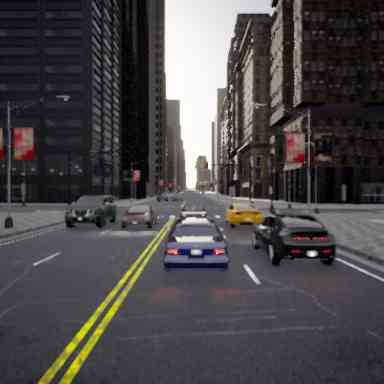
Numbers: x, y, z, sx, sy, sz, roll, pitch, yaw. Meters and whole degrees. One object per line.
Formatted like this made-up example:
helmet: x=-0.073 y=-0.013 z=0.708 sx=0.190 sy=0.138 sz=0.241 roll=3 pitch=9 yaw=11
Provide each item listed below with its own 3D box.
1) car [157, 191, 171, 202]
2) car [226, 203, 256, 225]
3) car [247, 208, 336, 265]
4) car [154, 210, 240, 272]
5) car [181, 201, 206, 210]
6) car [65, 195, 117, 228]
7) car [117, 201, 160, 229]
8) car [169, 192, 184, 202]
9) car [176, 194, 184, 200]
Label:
car: x=-6.472 y=1.136 z=73.133 sx=2.150 sy=2.045 sz=5.566 roll=0 pitch=0 yaw=0
car: x=3.359 y=1.475 z=22.326 sx=1.882 sy=1.535 sz=5.008 roll=0 pitch=0 yaw=0
car: x=3.354 y=1.503 z=11.713 sx=1.837 sy=1.490 sz=4.892 roll=0 pitch=-1 yaw=0
car: x=0.104 y=1.547 z=10.795 sx=2.033 sy=1.411 sz=5.357 roll=0 pitch=0 yaw=0
car: x=0.109 y=1.597 z=24.004 sx=1.895 sy=1.301 sz=4.718 roll=0 pitch=0 yaw=0
car: x=-6.546 y=1.220 z=22.269 sx=2.150 sy=2.045 sz=5.566 roll=0 pitch=0 yaw=1
car: x=-3.302 y=1.522 z=21.606 sx=1.812 sy=1.442 sz=4.674 roll=0 pitch=0 yaw=0
car: x=-3.222 y=1.266 z=73.193 sx=2.097 sy=1.767 sz=4.553 roll=0 pitch=0 yaw=0
car: x=-3.216 y=1.231 z=88.772 sx=1.812 sy=1.442 sz=4.674 roll=0 pitch=0 yaw=0
